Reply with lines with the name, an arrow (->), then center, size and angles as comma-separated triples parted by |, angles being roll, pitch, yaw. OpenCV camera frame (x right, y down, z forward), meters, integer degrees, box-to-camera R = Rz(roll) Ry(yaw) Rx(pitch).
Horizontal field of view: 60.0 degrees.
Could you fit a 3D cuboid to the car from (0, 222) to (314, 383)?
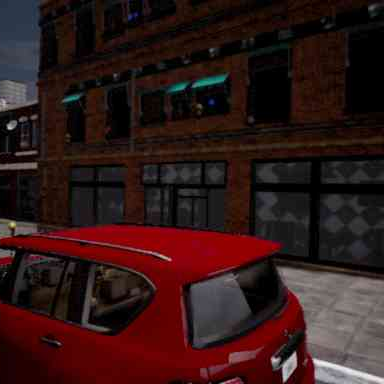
car -> -1.254, 1.296, 3.747 | 5.009, 1.841, 2.192 | 0, 1, 36
